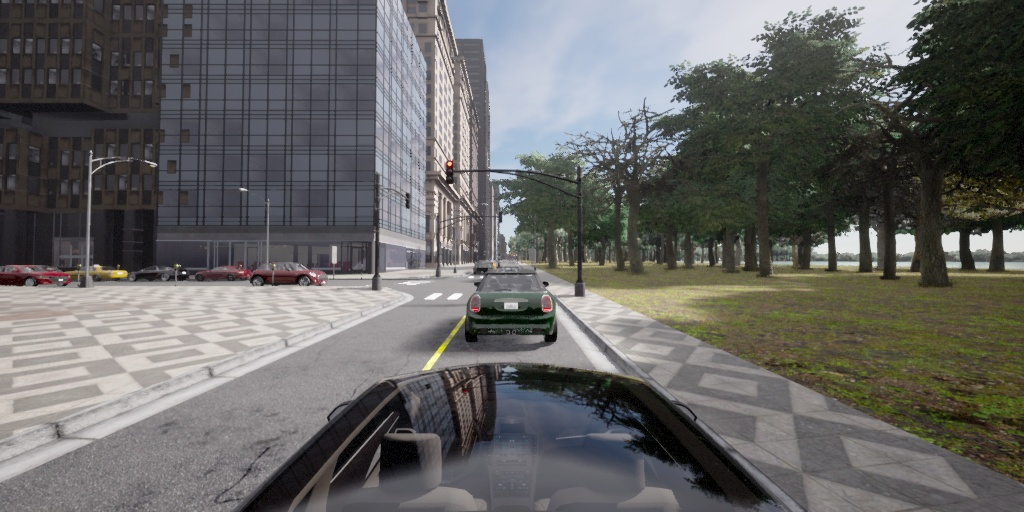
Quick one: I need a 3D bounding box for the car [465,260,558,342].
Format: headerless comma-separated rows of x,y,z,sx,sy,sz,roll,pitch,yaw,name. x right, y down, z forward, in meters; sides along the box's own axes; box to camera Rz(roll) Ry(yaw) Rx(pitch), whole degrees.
-0.012,1.108,9.927,2.097,1.767,4.553,0,0,0,car

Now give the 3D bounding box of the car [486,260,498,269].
-3.260,1.426,59.386,1.812,1.442,4.674,0,0,0,car

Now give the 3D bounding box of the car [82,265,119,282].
-35.726,1.443,30.551,4.829,1.417,1.751,0,0,0,car

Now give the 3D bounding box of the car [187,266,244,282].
-24.582,1.493,30.602,4.207,1.307,1.802,0,0,0,car

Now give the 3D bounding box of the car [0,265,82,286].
-30.035,1.235,22.055,4.507,1.381,1.888,0,0,0,car

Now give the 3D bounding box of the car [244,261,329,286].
-13.604,1.120,22.130,4.097,1.591,1.967,0,0,-1,car

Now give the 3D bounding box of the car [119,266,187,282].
-30.069,1.480,30.577,4.313,1.339,1.948,0,0,0,car

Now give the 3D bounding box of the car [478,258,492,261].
-3.228,1.180,41.200,2.097,1.767,4.553,0,0,0,car

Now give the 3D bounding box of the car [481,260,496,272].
-3.247,1.341,50.222,1.882,1.535,5.008,0,0,0,car
